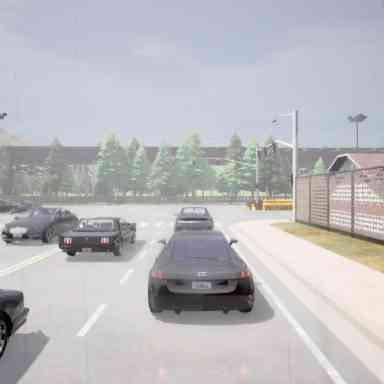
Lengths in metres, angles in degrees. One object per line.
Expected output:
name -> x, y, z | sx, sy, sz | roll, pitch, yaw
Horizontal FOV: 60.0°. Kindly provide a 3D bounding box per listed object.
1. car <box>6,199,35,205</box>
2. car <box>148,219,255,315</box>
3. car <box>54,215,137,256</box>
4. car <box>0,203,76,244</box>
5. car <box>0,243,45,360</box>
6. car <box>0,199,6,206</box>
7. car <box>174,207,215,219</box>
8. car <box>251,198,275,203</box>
car -> -19.112, 1.505, 33.726 | 4.892, 1.490, 1.837 | 0, 0, -2
car -> 0.147, 1.564, 7.677 | 1.994, 1.385, 4.181 | 0, 0, -1
car -> -3.399, 1.601, 12.997 | 1.895, 1.301, 4.718 | 0, 0, 0
car -> -7.036, 1.492, 15.899 | 2.128, 1.511, 4.902 | 0, 0, 1
car -> -3.399, 1.547, 2.602 | 2.033, 1.411, 5.357 | 0, 0, 0
car -> -20.257, 1.547, 29.947 | 5.357, 1.411, 2.033 | 0, 0, 2
car -> 0.118, 1.492, 16.580 | 2.128, 1.511, 4.902 | 0, 0, 1
car -> 11.749, 1.601, 52.386 | 4.718, 1.301, 1.895 | 0, 0, -2
